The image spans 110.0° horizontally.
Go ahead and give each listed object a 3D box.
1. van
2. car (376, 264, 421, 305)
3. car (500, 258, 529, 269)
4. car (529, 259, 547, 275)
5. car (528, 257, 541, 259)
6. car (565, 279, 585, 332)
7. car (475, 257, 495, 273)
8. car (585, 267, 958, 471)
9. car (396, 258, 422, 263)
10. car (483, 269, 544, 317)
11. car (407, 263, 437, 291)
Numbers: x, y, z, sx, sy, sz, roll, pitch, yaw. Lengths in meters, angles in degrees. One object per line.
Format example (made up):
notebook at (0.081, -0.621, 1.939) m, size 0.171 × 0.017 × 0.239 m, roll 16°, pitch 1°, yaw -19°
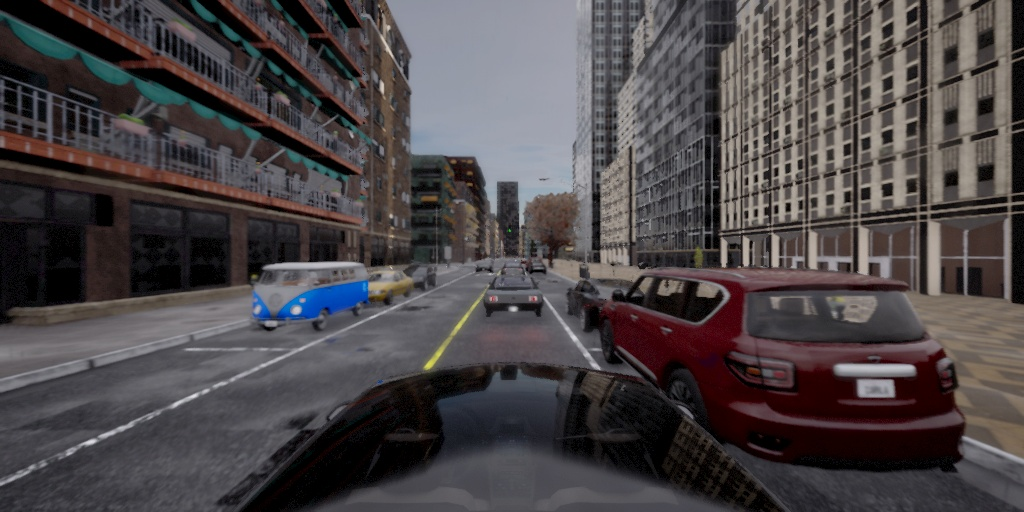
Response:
van at (-5.686, 1.071, 10.569) m, size 1.690 × 1.789 × 3.998 m, roll 0°, pitch 0°, yaw 0°
car at (-5.684, 1.244, 15.922) m, size 1.751 × 1.417 × 4.829 m, roll 0°, pitch 0°, yaw 0°
car at (0.078, 1.187, 29.426) m, size 2.128 × 1.511 × 4.902 m, roll 0°, pitch 0°, yaw 0°
car at (2.705, 1.248, 38.180) m, size 1.948 × 1.339 × 4.313 m, roll 0°, pitch 0°, yaw 0°
car at (2.707, 0.989, 43.703) m, size 2.192 × 1.841 × 5.009 m, roll 0°, pitch 0°, yaw 0°
car at (2.695, 1.296, 10.566) m, size 1.948 × 1.339 × 4.313 m, roll 0°, pitch 0°, yaw 0°
car at (-3.056, 1.185, 40.852) m, size 1.837 × 1.490 × 4.892 m, roll 0°, pitch 0°, yaw 0°
car at (2.693, 1.057, 5.044) m, size 2.192 × 1.841 × 5.009 m, roll 0°, pitch 0°, yaw 0°
car at (-16.415, 0.997, 56.681) m, size 4.403 × 1.370 × 2.007 m, roll 0°, pitch 0°, yaw -1°
car at (0.066, 1.326, 13.114) m, size 1.895 × 1.301 × 4.718 m, roll 0°, pitch 0°, yaw 0°
car at (-5.682, 1.274, 21.615) m, size 1.948 × 1.339 × 4.313 m, roll 0°, pitch 0°, yaw 0°
